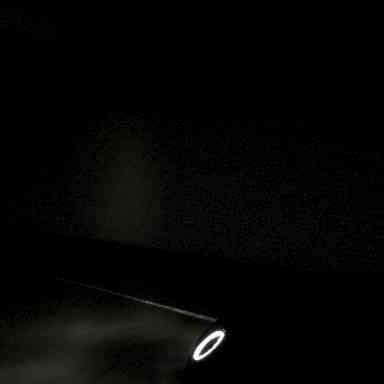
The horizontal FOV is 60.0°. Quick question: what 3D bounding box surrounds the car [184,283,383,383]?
[{"bbox_3d":[2.129,1.354,2.474,4.553,1.767,2.097,0,0,35],"label":"car"}]
